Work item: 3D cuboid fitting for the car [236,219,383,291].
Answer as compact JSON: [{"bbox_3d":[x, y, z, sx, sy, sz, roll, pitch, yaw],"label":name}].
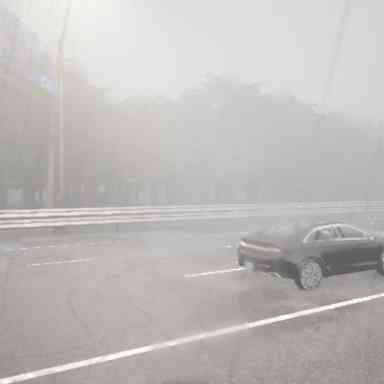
[{"bbox_3d":[3.487,1.488,8.878,4.902,1.511,2.128,0,0,-27],"label":"car"}]
